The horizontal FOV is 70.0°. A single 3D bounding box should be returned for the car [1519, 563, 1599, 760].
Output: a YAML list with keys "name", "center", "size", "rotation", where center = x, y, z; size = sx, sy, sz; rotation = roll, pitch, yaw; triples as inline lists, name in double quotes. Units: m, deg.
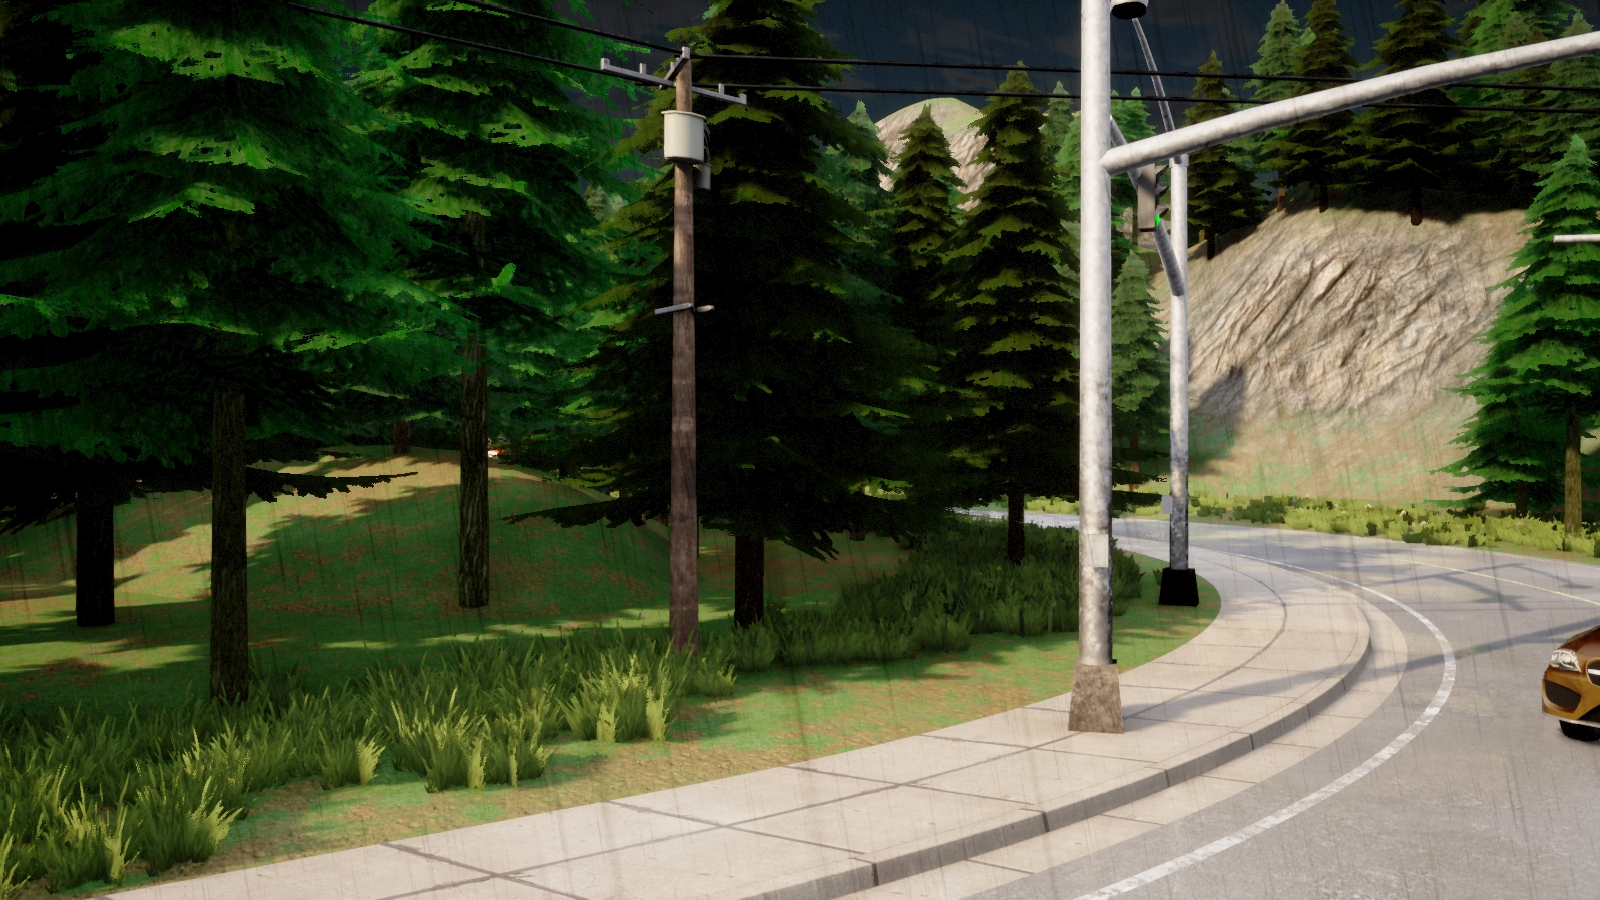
- name: "car"
  center: [9.577, 1.970, 11.147]
  size: [5.027, 1.651, 2.152]
  rotation: [0, 0, -29]
